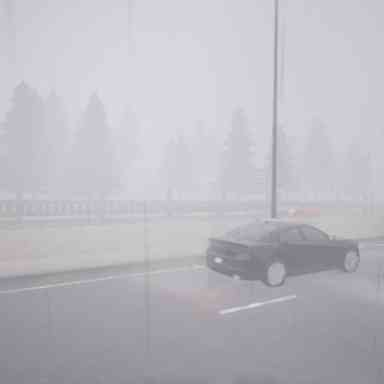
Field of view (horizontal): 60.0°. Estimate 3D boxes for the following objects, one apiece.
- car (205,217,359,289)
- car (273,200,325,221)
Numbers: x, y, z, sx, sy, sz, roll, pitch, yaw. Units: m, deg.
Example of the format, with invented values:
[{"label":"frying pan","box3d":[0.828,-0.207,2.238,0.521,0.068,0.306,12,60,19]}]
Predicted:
[{"label":"car","box3d":[2.730,1.560,9.484,5.008,1.535,1.882,1,0,-32]},{"label":"car","box3d":[9.890,1.638,30.601,4.553,1.767,2.097,1,0,-31]}]
